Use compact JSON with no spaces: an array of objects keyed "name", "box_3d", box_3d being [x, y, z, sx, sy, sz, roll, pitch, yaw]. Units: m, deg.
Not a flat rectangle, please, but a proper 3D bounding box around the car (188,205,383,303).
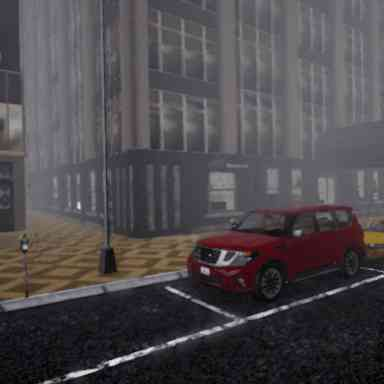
[{"name":"car","box_3d":[2.314,1.267,8.230,5.009,1.841,2.192,-1,-1,-35]}]
